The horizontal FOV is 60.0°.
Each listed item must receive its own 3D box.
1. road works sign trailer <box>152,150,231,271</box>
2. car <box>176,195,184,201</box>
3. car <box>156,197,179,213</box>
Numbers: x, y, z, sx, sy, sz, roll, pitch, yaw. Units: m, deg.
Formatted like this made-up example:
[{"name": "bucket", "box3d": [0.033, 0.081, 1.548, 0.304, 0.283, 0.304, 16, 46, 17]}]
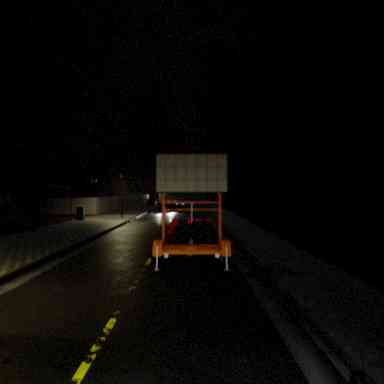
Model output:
[{"name": "road works sign trailer", "box3d": [-0.005, 0.450, 10.851, 2.380, 3.560, 2.880, 0, 0, 0]}, {"name": "car", "box3d": [-2.791, 1.350, 78.298, 1.895, 1.301, 4.718, 0, 0, 0]}, {"name": "car", "box3d": [-2.868, 1.526, 37.034, 1.994, 1.385, 4.181, 0, 0, 0]}]
